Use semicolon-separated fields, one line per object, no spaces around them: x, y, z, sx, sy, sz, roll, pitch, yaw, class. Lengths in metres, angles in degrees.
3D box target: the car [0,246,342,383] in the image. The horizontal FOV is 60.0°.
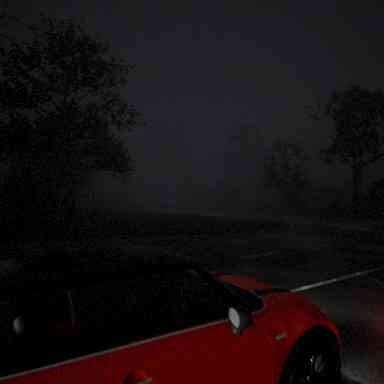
-0.510;1.358;3.357;4.553;1.767;2.097;0;0;-35;car
